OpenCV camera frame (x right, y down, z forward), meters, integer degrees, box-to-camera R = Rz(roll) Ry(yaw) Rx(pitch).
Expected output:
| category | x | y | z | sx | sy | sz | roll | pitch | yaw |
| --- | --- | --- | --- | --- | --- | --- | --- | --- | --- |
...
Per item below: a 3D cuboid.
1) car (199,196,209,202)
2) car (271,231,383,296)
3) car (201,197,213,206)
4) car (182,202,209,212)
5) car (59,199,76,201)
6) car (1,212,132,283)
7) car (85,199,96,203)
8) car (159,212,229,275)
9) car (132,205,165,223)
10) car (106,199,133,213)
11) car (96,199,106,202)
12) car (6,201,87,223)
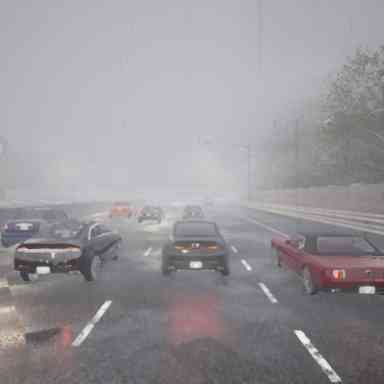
| category | x | y | z | sx | sy | sz | roll | pitch | yaw |
| --- | --- | --- | --- | --- | --- | --- | --- | --- | --- |
| car | 3.506 | 2.134 | 85.520 | 2.150 | 2.045 | 5.566 | 0 | -1 | 0 |
| car | 3.493 | 1.683 | 8.846 | 1.895 | 1.301 | 4.718 | 0 | -1 | 0 |
| car | 3.505 | 2.266 | 71.468 | 1.812 | 1.442 | 4.674 | 0 | -1 | 0 |
| car | 0.100 | 1.842 | 29.186 | 2.033 | 1.411 | 5.357 | 0 | -1 | 0 |
| car | -24.495 | 2.211 | 67.075 | 1.812 | 1.442 | 4.674 | 0 | -1 | 0 |
| car | -3.396 | 1.592 | 10.018 | 2.128 | 1.511 | 4.902 | 0 | -1 | 0 |
| car | -20.995 | 2.221 | 68.523 | 2.033 | 1.411 | 5.357 | 0 | -1 | 0 |
| car | 0.101 | 1.613 | 10.800 | 1.837 | 1.490 | 4.892 | 0 | -1 | 0 |
| car | -3.398 | 1.834 | 28.417 | 2.033 | 1.411 | 5.357 | 0 | -1 | 0 |
| car | -6.897 | 1.694 | 33.754 | 2.097 | 1.767 | 4.553 | 0 | -1 | 0 |
| car | -17.495 | 2.221 | 68.523 | 2.033 | 1.411 | 5.357 | 0 | -1 | 0 |
| car | -6.899 | 1.511 | 15.787 | 2.097 | 1.767 | 4.553 | 0 | -1 | 0 |
